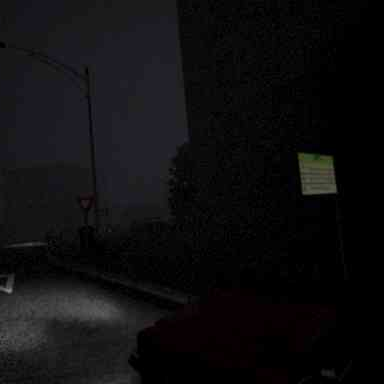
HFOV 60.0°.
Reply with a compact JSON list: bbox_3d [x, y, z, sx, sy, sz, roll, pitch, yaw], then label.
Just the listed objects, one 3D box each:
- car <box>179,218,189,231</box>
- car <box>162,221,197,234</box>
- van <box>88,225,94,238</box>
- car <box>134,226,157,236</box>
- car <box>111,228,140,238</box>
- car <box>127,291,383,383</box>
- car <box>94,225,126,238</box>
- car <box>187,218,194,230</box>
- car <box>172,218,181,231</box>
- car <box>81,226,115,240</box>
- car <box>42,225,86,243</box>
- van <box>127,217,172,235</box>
[{"bbox_3d":[-3.549,4.814,45.082,5.008,1.535,2.097,-6,-8,17],"label":"car"},{"bbox_3d":[-1.862,5.410,50.313,4.792,1.488,2.163,-6,-8,17],"label":"car"},{"bbox_3d":[-16.324,5.610,45.906,4.442,1.987,1.878,-6,-7,17],"label":"van"},{"bbox_3d":[-7.830,6.660,56.691,1.837,1.490,4.892,-6,-8,18],"label":"car"},{"bbox_3d":[-11.839,7.276,59.135,4.674,1.452,2.002,-6,-8,17],"label":"car"},{"bbox_3d":[1.672,1.602,2.749,4.718,1.301,1.895,1,0,37],"label":"car"},{"bbox_3d":[-11.178,5.420,46.567,2.097,1.767,4.553,-6,-7,17],"label":"car"},{"bbox_3d":[-2.746,4.845,47.708,5.566,2.045,2.435,-6,-8,17],"label":"car"},{"bbox_3d":[-4.393,4.570,42.390,4.792,1.488,2.163,-6,-7,17],"label":"car"},{"bbox_3d":[-14.455,6.237,51.114,4.553,1.767,2.185,-6,-8,17],"label":"car"},{"bbox_3d":[-14.345,4.700,36.910,1.882,1.535,5.008,-6,-6,19],"label":"car"},{"bbox_3d":[-5.189,4.064,39.754,4.442,1.987,1.878,-6,-7,17],"label":"van"}]
